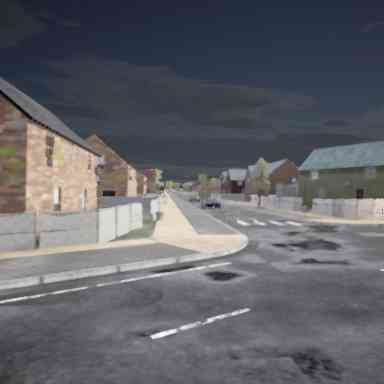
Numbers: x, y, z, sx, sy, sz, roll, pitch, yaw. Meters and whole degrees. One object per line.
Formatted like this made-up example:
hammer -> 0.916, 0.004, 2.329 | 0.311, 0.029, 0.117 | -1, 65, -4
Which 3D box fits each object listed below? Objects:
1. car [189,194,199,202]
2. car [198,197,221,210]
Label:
car -> 0.519, 1.166, 62.712 | 1.837, 1.490, 4.892 | 1, 0, -4
car -> 2.257, 1.378, 39.786 | 1.895, 1.301, 4.718 | 1, 0, -5
